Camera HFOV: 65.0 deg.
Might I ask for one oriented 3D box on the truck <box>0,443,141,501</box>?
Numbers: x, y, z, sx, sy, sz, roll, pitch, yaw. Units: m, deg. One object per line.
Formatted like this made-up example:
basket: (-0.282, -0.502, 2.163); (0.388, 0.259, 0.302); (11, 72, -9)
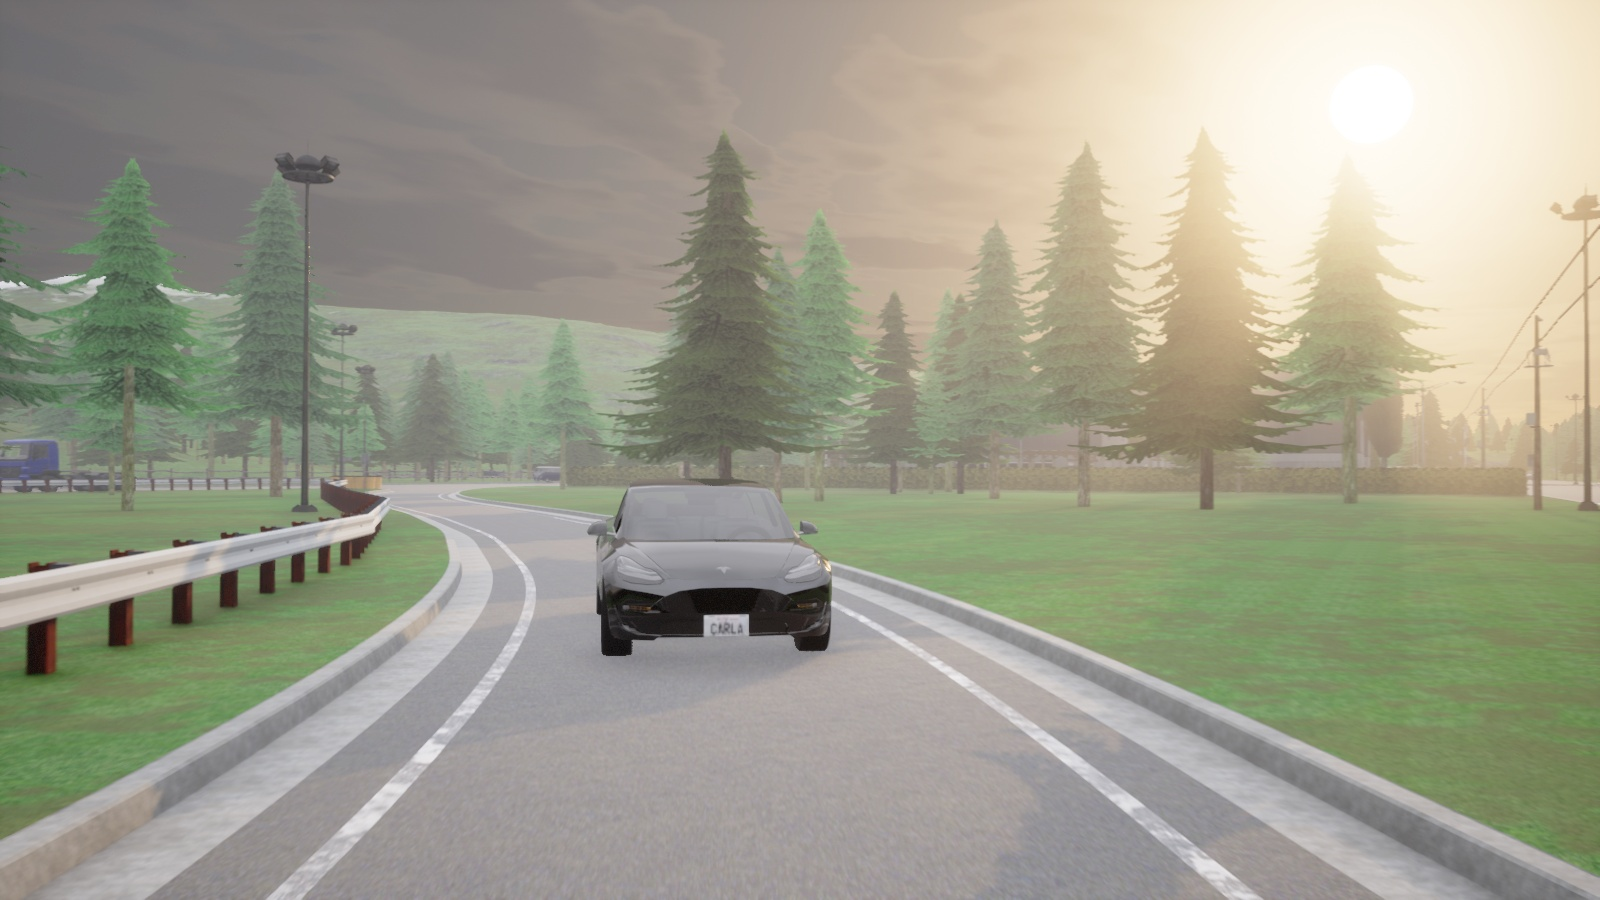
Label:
truck: (-46.399, 1.388, 79.722); (2.891, 3.462, 7.936); (-1, -1, 25)

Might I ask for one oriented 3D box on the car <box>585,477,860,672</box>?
car: (-1.000, 1.026, 12.349); (2.163, 1.488, 4.792); (0, -1, -10)
